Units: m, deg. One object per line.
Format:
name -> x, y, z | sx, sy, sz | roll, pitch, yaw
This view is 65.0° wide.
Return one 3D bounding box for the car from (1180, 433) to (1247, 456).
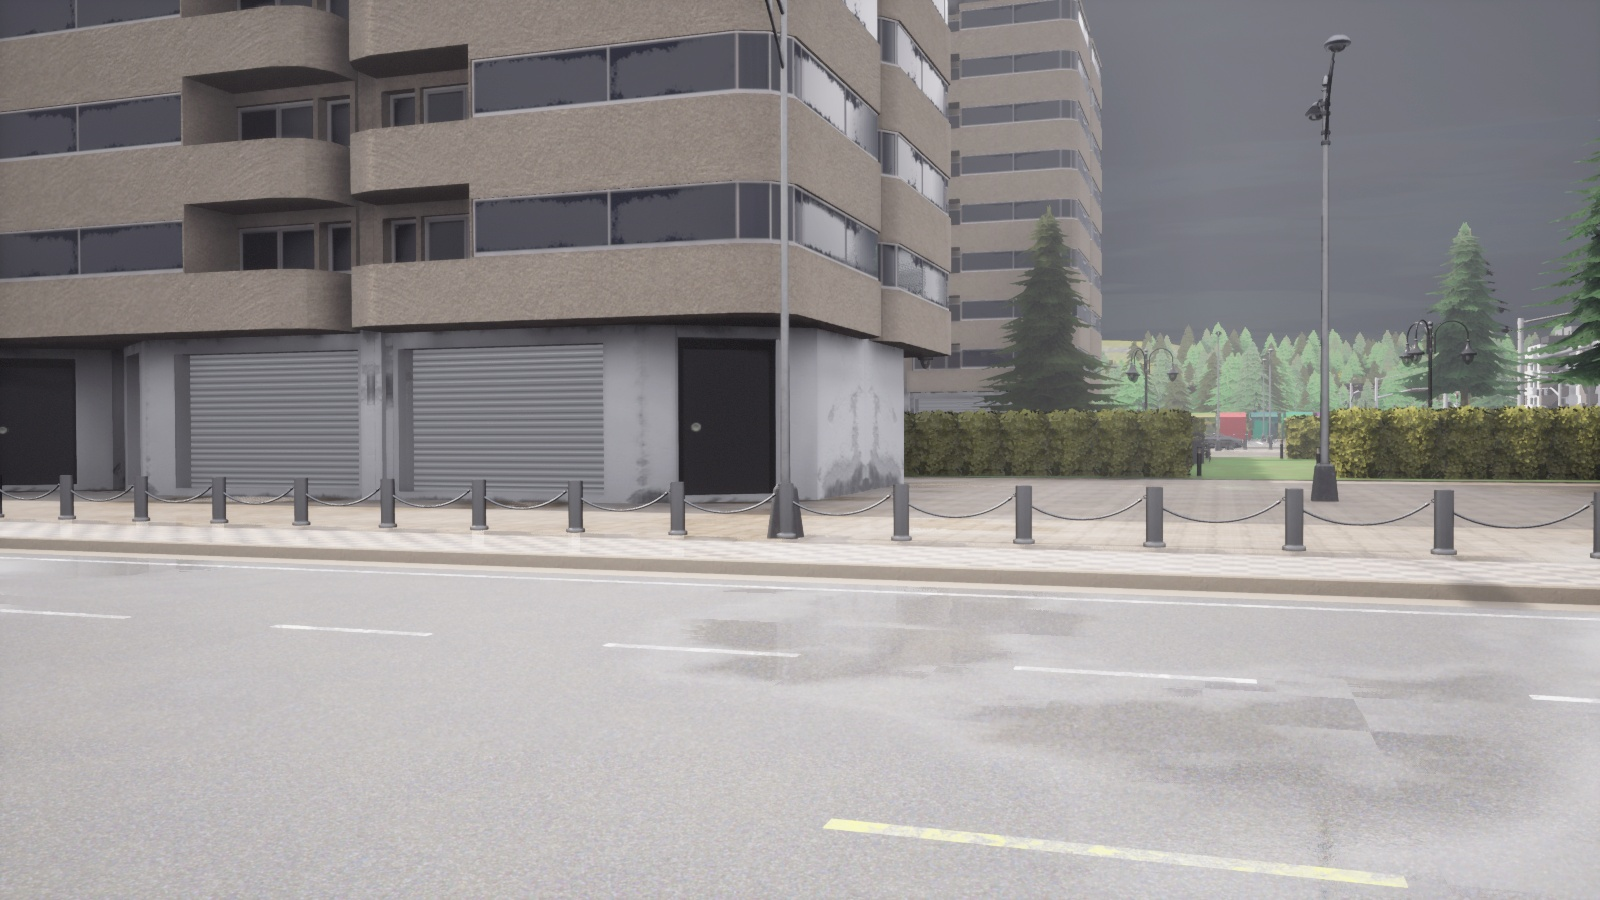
car -> 27.679, -0.403, 84.107 | 4.193, 1.474, 1.816 | 1, 1, 18
